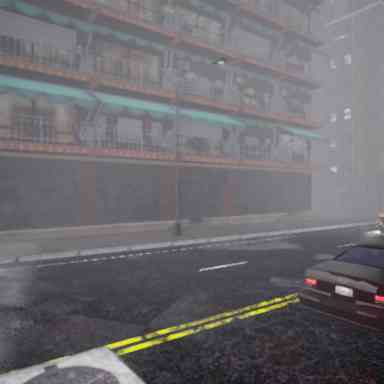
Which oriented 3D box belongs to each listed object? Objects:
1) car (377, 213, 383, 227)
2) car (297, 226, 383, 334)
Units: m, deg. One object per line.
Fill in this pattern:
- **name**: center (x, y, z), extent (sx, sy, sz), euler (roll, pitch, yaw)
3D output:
- **car**: center (14.460, 1.643, 22.604), extent (5.008, 1.535, 1.882), euler (0, 0, -38)
- **car**: center (4.376, 1.597, 6.638), extent (5.357, 1.411, 2.033), euler (0, 0, -36)
